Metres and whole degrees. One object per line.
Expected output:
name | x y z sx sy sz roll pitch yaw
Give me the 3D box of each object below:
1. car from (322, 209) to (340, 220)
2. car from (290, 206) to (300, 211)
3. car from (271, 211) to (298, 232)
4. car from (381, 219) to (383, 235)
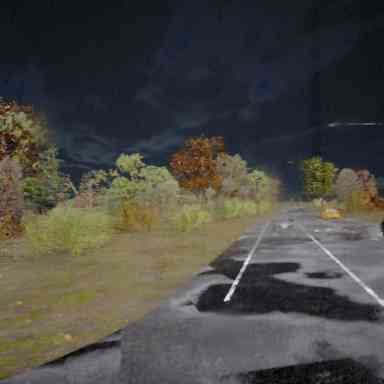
car | 20.375 3.232 48.957 1.882 1.535 5.008 -3 -3 14
car | 25.553 4.831 83.727 1.994 1.385 4.181 -3 -3 18
car | 8.226 2.731 29.830 2.128 1.511 4.902 -3 -3 14
car | 12.597 1.740 18.847 2.150 2.045 5.566 -3 -3 14
